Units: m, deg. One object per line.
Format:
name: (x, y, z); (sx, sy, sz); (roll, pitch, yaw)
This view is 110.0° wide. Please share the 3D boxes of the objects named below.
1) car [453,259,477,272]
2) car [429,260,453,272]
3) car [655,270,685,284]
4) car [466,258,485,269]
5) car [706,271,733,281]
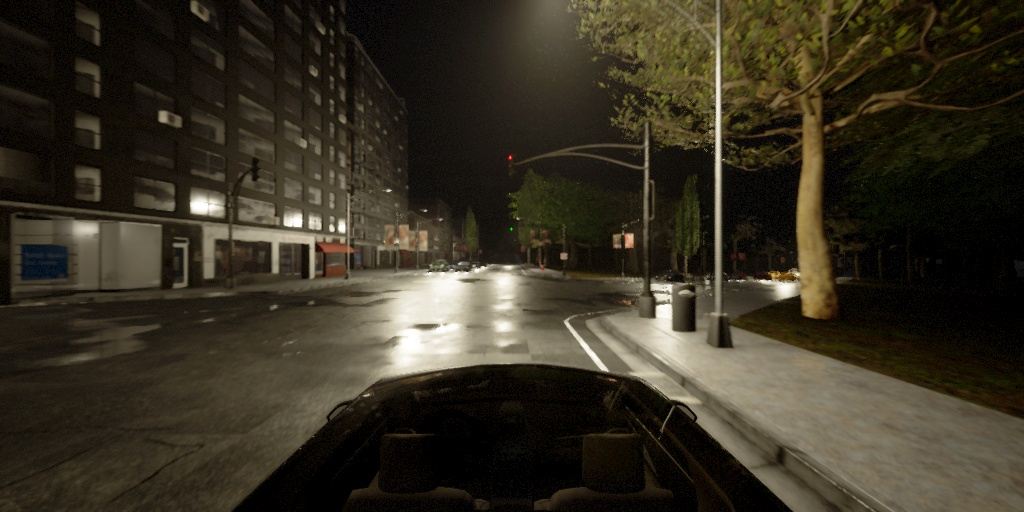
car: (-6.543, 1.469, 49.285); (2.033, 1.411, 5.357); (0, 0, 1)
car: (-9.802, 1.269, 48.632); (2.097, 1.767, 4.553); (0, 0, 1)
car: (17.635, 2.290, 39.847); (4.674, 1.442, 1.812); (2, -2, -45)
car: (-6.510, 1.555, 64.367); (2.128, 1.511, 4.902); (0, -1, 0)
car: (29.809, 2.900, 51.985); (2.033, 1.411, 5.357); (0, -2, 45)
